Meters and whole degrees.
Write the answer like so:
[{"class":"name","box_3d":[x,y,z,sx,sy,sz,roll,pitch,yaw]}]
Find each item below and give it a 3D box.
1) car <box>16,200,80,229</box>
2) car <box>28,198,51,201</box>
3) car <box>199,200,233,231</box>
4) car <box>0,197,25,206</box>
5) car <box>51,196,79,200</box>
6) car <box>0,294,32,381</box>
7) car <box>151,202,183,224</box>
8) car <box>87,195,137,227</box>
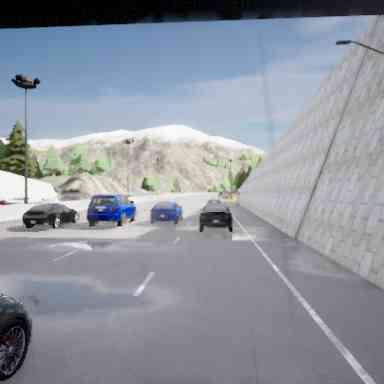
[{"class":"car","box_3d":[-8.987,1.484,21.597,1.837,1.490,4.892,0,0,4]},{"class":"car","box_3d":[-21.489,1.554,48.318,1.895,1.301,4.718,0,0,4]},{"class":"car","box_3d":[1.472,1.459,20.603,1.882,1.535,5.008,0,0,4]},{"class":"car","box_3d":[-25.013,1.478,48.118,1.812,1.442,4.674,0,0,4]},{"class":"car","box_3d":[-17.987,1.305,48.238,2.097,1.767,4.553,0,0,4]},{"class":"car","box_3d":[-3.152,1.523,2.531,1.812,1.442,4.674,0,0,4]},{"class":"car","box_3d":[-1.791,1.455,24.559,1.882,1.535,5.008,0,0,4]},{"class":"car","box_3d":[-5.395,1.199,22.968,2.150,2.045,5.566,0,0,4]}]
